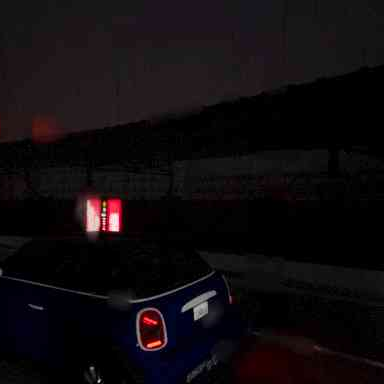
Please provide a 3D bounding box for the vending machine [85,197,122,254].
[{"bbox_3d":[-3.442,1.262,13.003,0.880,2.100,1.100,0,-1,30],"label":"vending machine"}]

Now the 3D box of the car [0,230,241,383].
[{"bbox_3d":[-1.683,1.365,4.897,4.553,1.767,2.097,0,0,33],"label":"car"}]
